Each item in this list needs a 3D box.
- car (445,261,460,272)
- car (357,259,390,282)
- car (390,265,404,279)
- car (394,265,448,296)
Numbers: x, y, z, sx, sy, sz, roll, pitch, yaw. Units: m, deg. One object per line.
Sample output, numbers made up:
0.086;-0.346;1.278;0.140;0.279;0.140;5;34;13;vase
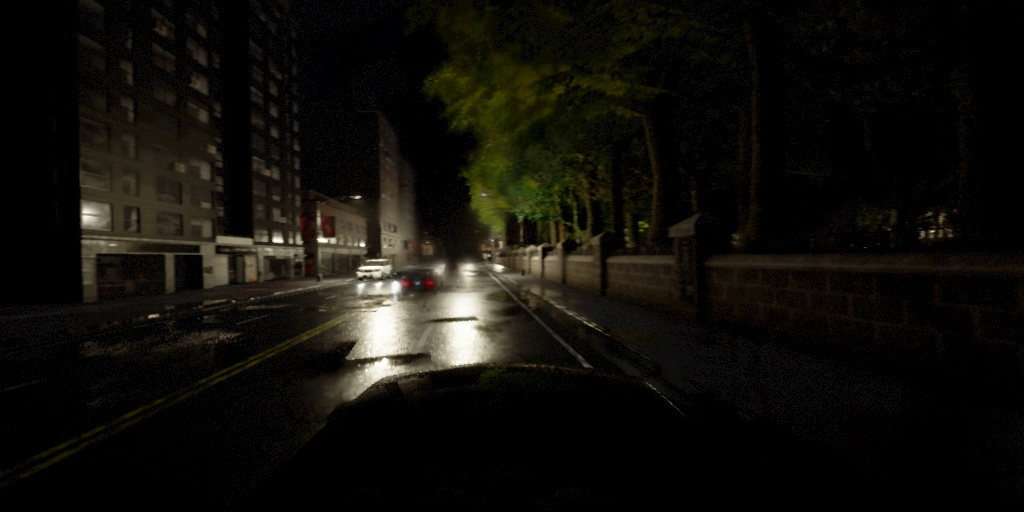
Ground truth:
-8.252;1.479;49.524;1.882;1.535;5.008;-2;0;-6;car
-13.418;1.352;35.389;2.150;2.045;5.566;-2;0;-6;car
-10.057;1.640;34.606;1.895;1.301;4.718;-2;0;-6;car
-5.039;1.439;20.560;2.033;1.411;5.357;-2;0;-6;car
